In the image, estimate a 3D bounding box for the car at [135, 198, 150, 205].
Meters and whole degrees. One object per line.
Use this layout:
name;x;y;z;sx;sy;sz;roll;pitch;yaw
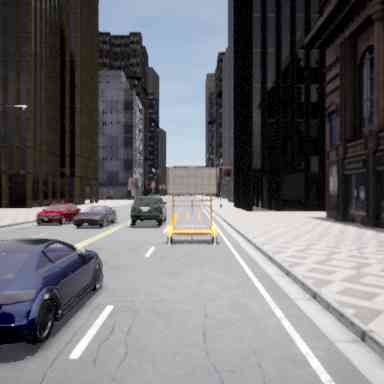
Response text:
car;-9.724;1.834;65.847;2.033;1.411;5.357;0;0;0

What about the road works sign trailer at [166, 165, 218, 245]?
road works sign trailer;0.010;0.533;15.871;2.380;3.560;2.880;0;0;0

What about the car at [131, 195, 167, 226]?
car;-3.135;1.330;24.860;2.150;2.045;5.566;0;0;0

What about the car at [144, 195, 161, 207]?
car;-6.552;1.469;56.191;2.150;2.045;5.566;0;0;0

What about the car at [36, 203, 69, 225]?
car;-9.835;1.587;24.882;1.882;1.535;5.008;0;0;0

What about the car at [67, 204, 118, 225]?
car;-6.589;1.650;23.291;2.033;1.411;5.357;0;0;0

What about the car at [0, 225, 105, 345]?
car;-3.147;1.591;6.447;1.994;1.385;4.181;0;0;0
